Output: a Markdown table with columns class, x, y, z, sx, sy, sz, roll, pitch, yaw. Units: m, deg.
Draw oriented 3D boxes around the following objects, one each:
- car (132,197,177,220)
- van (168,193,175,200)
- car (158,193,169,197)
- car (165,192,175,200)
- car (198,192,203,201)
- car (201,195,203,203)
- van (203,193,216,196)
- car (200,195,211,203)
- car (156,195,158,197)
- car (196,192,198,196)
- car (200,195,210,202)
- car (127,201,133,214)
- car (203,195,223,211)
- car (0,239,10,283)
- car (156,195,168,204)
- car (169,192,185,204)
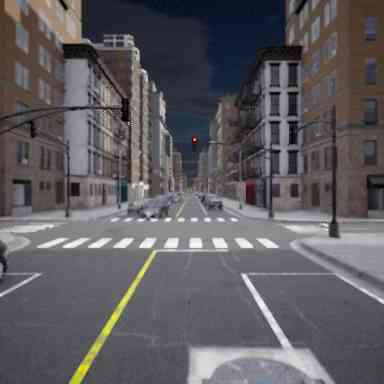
| class | x | y | z | sx | sy | sz | roll | pitch | yaw |
| --- | --- | --- | --- | --- | --- | --- | --- | --- | --- |
| car | -2.954 | 1.448 | 27.388 | 2.128 | 1.511 | 4.902 | 0 | 1 | 7 |
| van | -5.391 | 1.038 | 87.516 | 1.690 | 1.788 | 3.998 | 0 | 0 | 0 |
| car | -5.379 | 1.248 | 55.079 | 1.967 | 1.590 | 4.097 | 0 | 0 | 0 |
| car | -5.389 | 1.030 | 82.109 | 2.192 | 1.841 | 5.009 | 0 | 0 | 0 |
| car | 2.679 | 1.104 | 60.481 | 2.192 | 1.841 | 5.009 | 0 | 0 | 0 |
| car | 2.670 | 1.409 | 49.670 | 1.802 | 1.307 | 4.206 | 0 | 0 | 0 |
| van | 2.666 | 1.186 | 44.263 | 1.690 | 1.788 | 3.998 | 0 | 0 | 0 |
| car | 2.683 | 1.336 | 65.888 | 1.947 | 1.339 | 4.313 | 0 | 0 | 0 |
| car | -5.373 | 1.391 | 38.691 | 1.752 | 1.417 | 4.829 | 0 | 0 | 0 |
| car | 2.705 | 1.222 | 92.919 | 1.887 | 1.381 | 4.507 | 0 | 0 | 0 |
| car | 2.687 | 1.303 | 71.295 | 2.008 | 1.369 | 4.403 | 0 | 0 | 0 |
| car | -5.371 | 1.435 | 33.454 | 2.008 | 1.369 | 4.403 | 0 | 0 | 0 |
| car | 2.661 | 1.415 | 38.857 | 2.008 | 1.369 | 4.403 | 0 | 0 | 0 |
| car | -5.384 | 1.528 | 6.579 | 2.008 | 1.369 | 4.403 | 0 | 0 | 0 |
| car | -5.381 | 1.316 | 60.315 | 1.752 | 1.417 | 4.829 | 0 | 0 | 0 |
| car | -2.718 | 1.310 | 60.155 | 2.128 | 1.511 | 4.902 | 0 | 1 | 0 |
